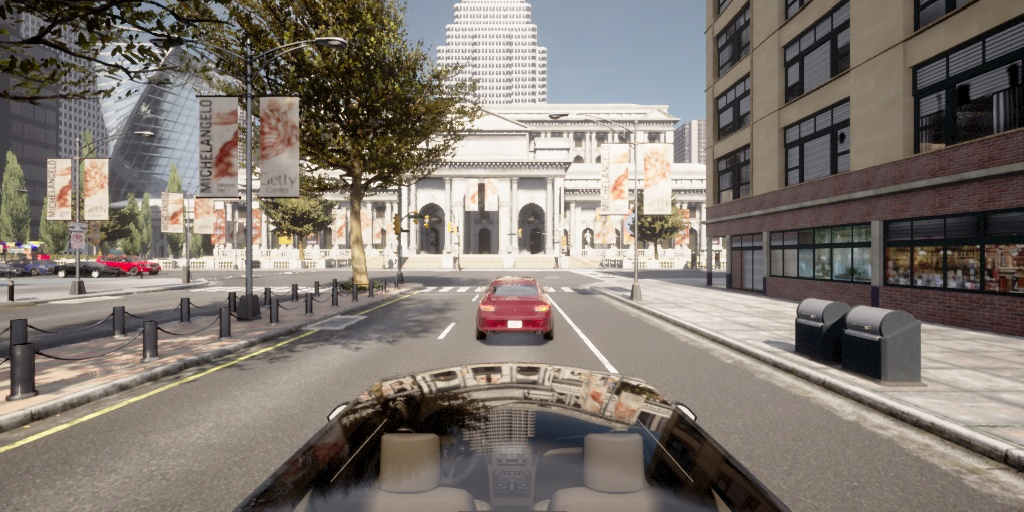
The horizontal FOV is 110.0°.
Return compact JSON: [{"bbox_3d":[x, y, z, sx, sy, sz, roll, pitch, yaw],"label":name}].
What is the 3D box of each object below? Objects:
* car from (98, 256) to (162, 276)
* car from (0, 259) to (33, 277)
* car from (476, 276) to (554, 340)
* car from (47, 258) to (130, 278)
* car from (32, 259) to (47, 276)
[{"bbox_3d":[-39.513,0.971,36.863,5.566,2.045,2.150,0,0,0],"label":"car"},{"bbox_3d":[-48.326,1.276,33.329,4.674,1.442,1.812,0,0,-1],"label":"car"},{"bbox_3d":[0.078,1.276,9.882,1.812,1.442,4.674,0,0,0],"label":"car"},{"bbox_3d":[-39.323,1.228,33.360,5.008,1.535,1.882,0,0,0],"label":"car"},{"bbox_3d":[-49.132,1.102,36.802,4.553,1.767,2.097,0,0,-1],"label":"car"}]
